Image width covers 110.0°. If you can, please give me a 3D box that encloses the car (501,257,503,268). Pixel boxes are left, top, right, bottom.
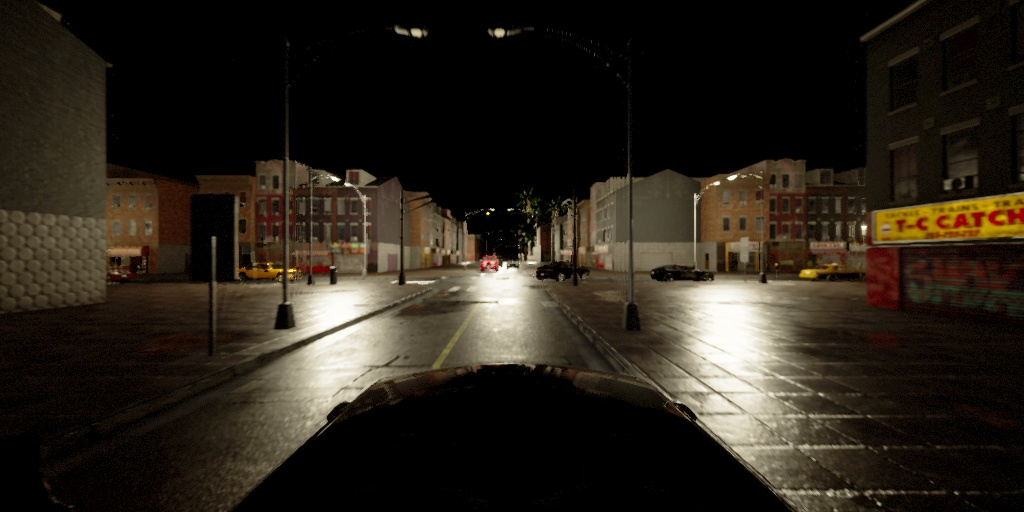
[{"bbox_3d":[-2.746,0.991,63.185,2.150,2.045,5.566,0,0,0],"label":"car"}]

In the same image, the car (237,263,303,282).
[{"bbox_3d":[-19.508,1.282,28.735,5.008,1.535,1.882,0,0,0],"label":"car"}]

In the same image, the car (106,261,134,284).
[{"bbox_3d":[-30.879,1.151,26.205,5.009,1.841,2.192,0,0,0],"label":"car"}]

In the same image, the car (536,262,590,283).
[{"bbox_3d":[4.086,1.206,28.086,5.008,1.535,1.882,0,-2,-42],"label":"car"}]

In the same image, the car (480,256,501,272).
[{"bbox_3d":[-2.828,0.978,45.426,2.150,2.045,5.566,0,0,0],"label":"car"}]

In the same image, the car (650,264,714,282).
[{"bbox_3d":[12.357,1.262,26.164,4.313,1.339,1.948,0,0,0],"label":"car"}]

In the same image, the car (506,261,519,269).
[{"bbox_3d":[0.109,1.365,55.218,1.895,1.301,4.718,0,0,0],"label":"car"}]

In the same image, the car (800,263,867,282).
[{"bbox_3d":[23.847,1.190,26.145,4.829,1.417,1.751,0,0,0],"label":"car"}]
